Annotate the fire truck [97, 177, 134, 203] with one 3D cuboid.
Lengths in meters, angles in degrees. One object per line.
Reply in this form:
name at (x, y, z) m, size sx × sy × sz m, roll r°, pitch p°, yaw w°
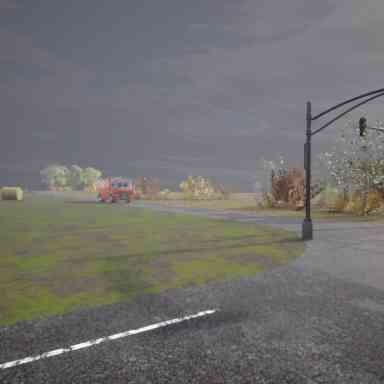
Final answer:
fire truck at (-11.714, -0.354, 50.084) m, size 2.891 × 3.827 × 8.468 m, roll 1°, pitch 0°, yaw -32°
